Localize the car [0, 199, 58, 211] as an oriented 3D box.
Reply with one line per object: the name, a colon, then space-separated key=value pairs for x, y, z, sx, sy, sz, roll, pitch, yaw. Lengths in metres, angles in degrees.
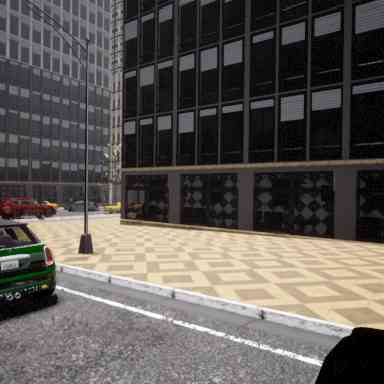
car: x=-14.963 y=1.518 z=30.172 sx=2.192 sy=1.841 sz=5.009 roll=1 pitch=0 yaw=37

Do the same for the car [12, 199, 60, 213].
car: x=-18.444 y=1.641 z=39.553 sx=1.752 sy=1.417 sz=4.829 roll=1 pitch=0 yaw=37

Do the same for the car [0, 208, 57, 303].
car: x=-5.033 y=1.348 z=7.283 sx=4.553 sy=1.767 sz=2.097 roll=0 pitch=0 yaw=36

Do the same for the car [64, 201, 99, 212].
car: x=-13.755 y=1.760 z=41.520 sx=1.994 sy=1.385 sz=4.181 roll=1 pitch=0 yaw=37

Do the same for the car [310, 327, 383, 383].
car: x=2.966 y=1.601 z=1.565 sx=4.718 sy=1.301 sz=1.895 roll=0 pitch=0 yaw=36

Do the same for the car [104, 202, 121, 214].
car: x=-8.150 y=1.829 z=39.372 sx=1.752 sy=1.417 sz=4.829 roll=1 pitch=0 yaw=37
